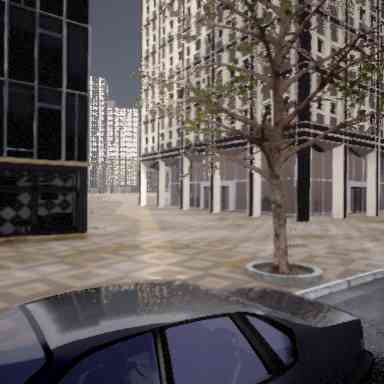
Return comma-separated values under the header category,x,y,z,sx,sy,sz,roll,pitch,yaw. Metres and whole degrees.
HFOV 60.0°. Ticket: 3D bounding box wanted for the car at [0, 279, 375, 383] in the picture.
category,x,y,z,sx,sy,sz,roll,pitch,yaw
car,-0.680,1.548,2.581,5.357,1.411,2.033,0,0,-35
